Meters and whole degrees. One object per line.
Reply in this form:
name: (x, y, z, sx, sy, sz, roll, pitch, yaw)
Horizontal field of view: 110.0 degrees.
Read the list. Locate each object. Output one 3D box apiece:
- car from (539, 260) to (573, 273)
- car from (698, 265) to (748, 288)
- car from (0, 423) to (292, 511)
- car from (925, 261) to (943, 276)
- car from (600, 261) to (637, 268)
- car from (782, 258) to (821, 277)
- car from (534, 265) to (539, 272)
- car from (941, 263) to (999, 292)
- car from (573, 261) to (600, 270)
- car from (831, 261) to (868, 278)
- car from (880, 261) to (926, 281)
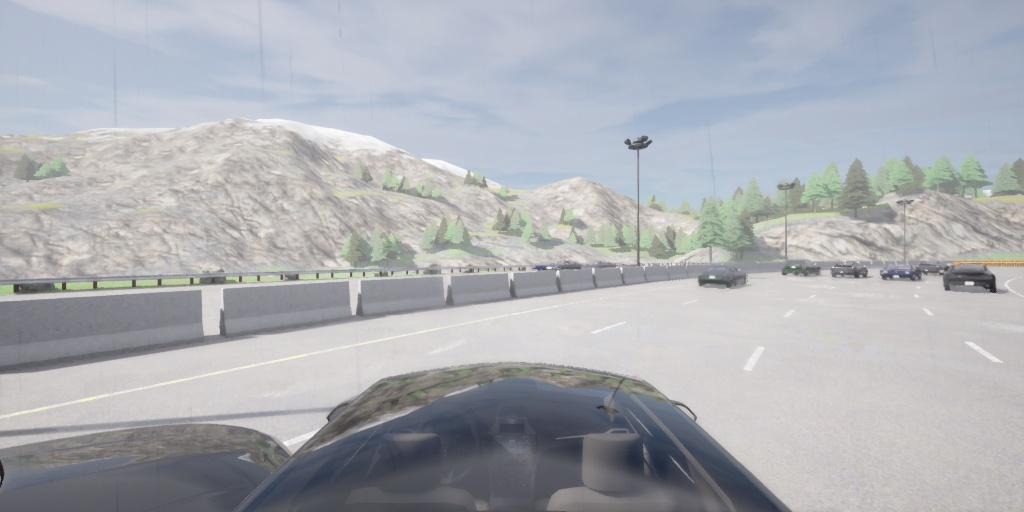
car: (5.803, 1.242, 40.191, 4.902, 1.511, 2.128, 0, 0, -40)
car: (14.112, 1.313, 23.944, 4.181, 1.385, 1.994, 0, 0, -43)
car: (-2.982, 1.255, 0.505, 4.892, 1.490, 1.837, 0, 0, -45)
car: (43.308, 1.241, 36.844, 4.902, 1.511, 2.128, 0, 0, -31)
car: (11.162, 1.351, 35.566, 4.718, 1.301, 1.895, 0, 0, -40)
car: (29.181, 1.102, 36.078, 4.553, 1.767, 2.097, 0, 0, -34)
car: (4.921, 1.351, 44.033, 4.718, 1.301, 1.895, 0, 0, -40)
car: (27.169, 1.255, 21.353, 4.892, 1.490, 1.837, 0, 0, -39)
car: (9.229, 1.243, 38.510, 4.902, 1.511, 2.128, 0, 0, -40)
car: (31.370, 1.241, 33.320, 4.902, 1.511, 2.128, 0, 0, -35)
car: (32.304, 1.351, 29.710, 4.718, 1.301, 1.895, 0, 0, -35)
